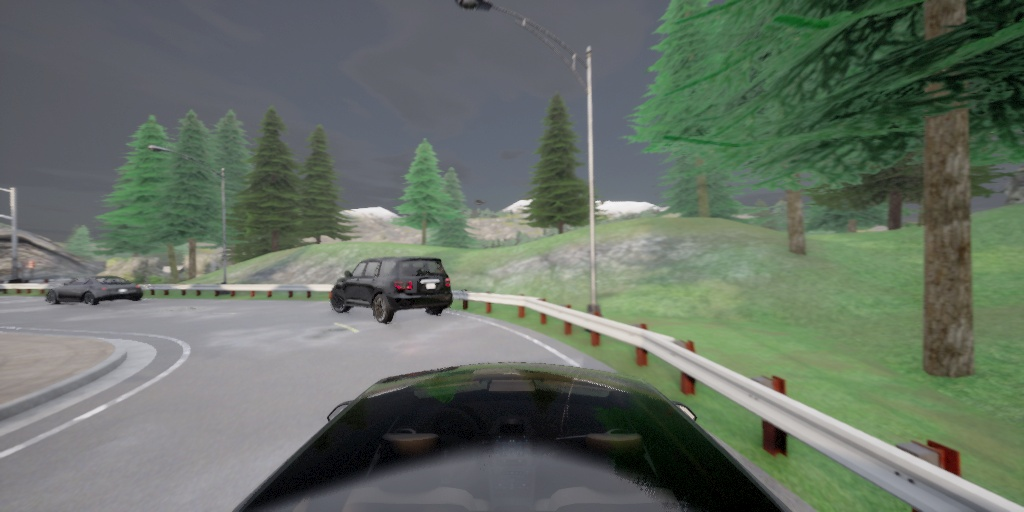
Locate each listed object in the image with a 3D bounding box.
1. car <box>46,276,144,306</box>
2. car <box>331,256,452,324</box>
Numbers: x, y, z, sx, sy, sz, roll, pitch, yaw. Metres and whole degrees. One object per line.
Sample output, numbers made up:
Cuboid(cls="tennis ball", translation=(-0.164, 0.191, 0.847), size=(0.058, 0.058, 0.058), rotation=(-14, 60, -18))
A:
Cuboid(cls="car", translation=(-21.416, 1.734, 18.455), size=(4.181, 1.385, 1.994), rotation=(-1, 0, 14))
Cuboid(cls="car", translation=(-4.421, 1.064, 12.794), size=(5.566, 2.045, 2.150), rotation=(-2, -1, 44))
